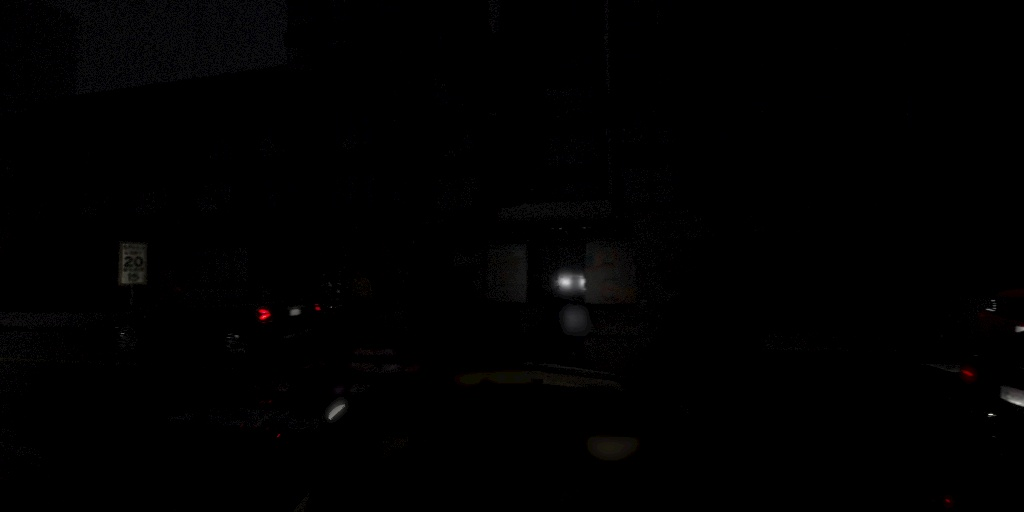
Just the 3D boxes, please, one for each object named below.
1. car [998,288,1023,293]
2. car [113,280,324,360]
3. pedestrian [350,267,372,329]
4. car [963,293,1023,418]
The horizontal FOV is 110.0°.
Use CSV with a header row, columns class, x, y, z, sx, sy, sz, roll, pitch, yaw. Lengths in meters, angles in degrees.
class,x,y,z,sx,sy,sz,roll,pitch,yaw
car,11.046,0.791,5.281,5.566,2.045,2.150,-1,-2,11
car,-7.242,1.421,8.984,4.553,1.767,2.097,-2,-2,11
pedestrian,-4.568,1.209,10.800,0.375,1.860,0.375,-1,-1,11
car,7.164,1.118,3.033,4.674,1.442,1.812,-2,-1,11
